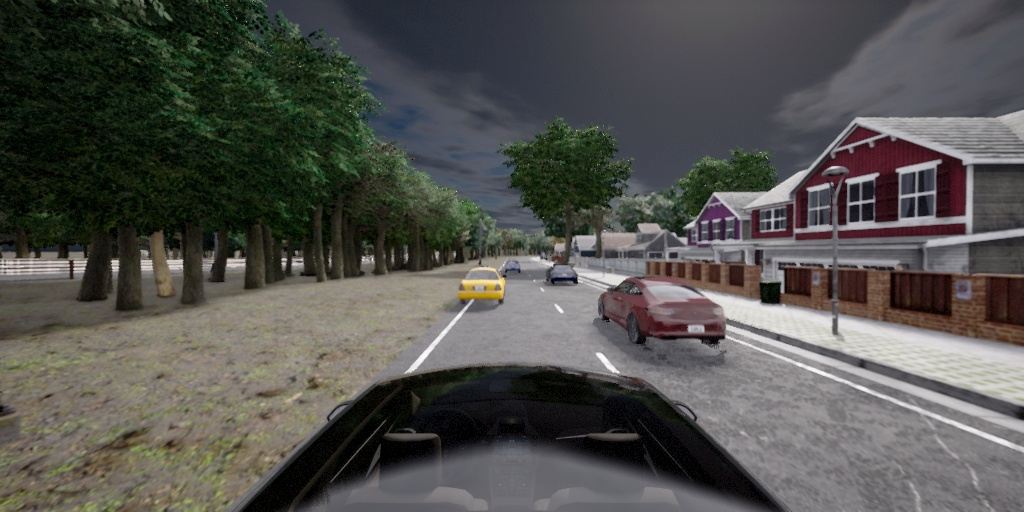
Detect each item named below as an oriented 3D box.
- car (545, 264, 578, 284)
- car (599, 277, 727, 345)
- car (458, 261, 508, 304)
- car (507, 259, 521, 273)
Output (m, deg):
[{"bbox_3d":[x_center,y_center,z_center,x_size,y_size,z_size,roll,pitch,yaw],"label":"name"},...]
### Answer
[{"bbox_3d":[3.615,1.266,26.628,1.994,1.385,4.181,0,0,0],"label":"car"},{"bbox_3d":[3.606,1.255,9.315,1.812,1.442,4.674,0,0,0],"label":"car"},{"bbox_3d":[-1.216,1.171,15.973,1.801,1.575,5.366,0,0,0],"label":"car"},{"bbox_3d":[0.098,1.238,42.781,2.033,1.411,5.357,0,0,0],"label":"car"}]
